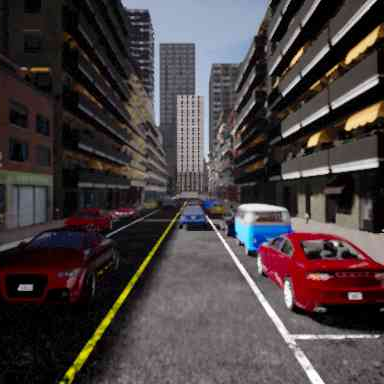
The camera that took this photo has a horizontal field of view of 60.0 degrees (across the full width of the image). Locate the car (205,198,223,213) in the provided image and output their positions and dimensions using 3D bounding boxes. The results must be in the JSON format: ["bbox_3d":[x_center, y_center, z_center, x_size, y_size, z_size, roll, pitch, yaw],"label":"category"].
[{"bbox_3d":[2.658,1.703,35.479,1.752,1.417,4.829,-1,0,0],"label":"car"}]

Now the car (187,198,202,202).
[{"bbox_3d":[0.069,1.832,45.558,1.895,1.301,4.718,0,0,0],"label":"car"}]

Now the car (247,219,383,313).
[{"bbox_3d":[2.678,1.582,7.692,1.887,1.381,4.507,0,0,0],"label":"car"}]

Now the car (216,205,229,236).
[{"bbox_3d":[2.670,1.658,18.739,1.947,1.339,4.313,-1,0,0],"label":"car"}]

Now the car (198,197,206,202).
[{"bbox_3d":[2.621,2.027,90.542,2.008,1.369,4.403,-1,0,0],"label":"car"}]

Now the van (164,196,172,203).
[{"bbox_3d":[-5.755,1.757,79.504,1.690,1.788,3.998,-1,0,0],"label":"van"}]

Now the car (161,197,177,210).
[{"bbox_3d":[-3.108,1.786,46.773,2.033,1.411,5.357,0,0,0],"label":"car"}]

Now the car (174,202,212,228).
[{"bbox_3d":[0.081,1.663,23.219,2.033,1.411,5.357,0,0,0],"label":"car"}]

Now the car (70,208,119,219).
[{"bbox_3d":[-5.711,1.639,18.746,1.887,1.381,4.507,0,0,0],"label":"car"}]

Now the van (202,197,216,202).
[{"bbox_3d":[2.649,1.575,46.357,1.690,1.788,3.998,-1,0,0],"label":"van"}]

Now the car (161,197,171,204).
[{"bbox_3d":[-5.749,1.930,73.980,1.887,1.381,4.507,-1,0,0],"label":"car"}]

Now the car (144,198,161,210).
[{"bbox_3d":[-5.730,1.761,46.193,1.752,1.417,4.829,-1,0,0],"label":"car"}]

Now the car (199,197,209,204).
[{"bbox_3d":[2.632,1.934,73.972,2.008,1.369,4.403,-1,0,0],"label":"car"}]

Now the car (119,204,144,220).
[{"bbox_3d":[-5.718,1.732,29.792,1.802,1.307,4.206,0,0,0],"label":"car"}]

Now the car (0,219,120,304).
[{"bbox_3d":[-3.102,1.606,8.186,1.994,1.385,4.181,0,0,0],"label":"car"}]

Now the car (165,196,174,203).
[{"bbox_3d":[-5.758,1.887,85.027,1.967,1.590,4.097,-1,0,0],"label":"car"}]

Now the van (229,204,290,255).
[{"bbox_3d":[2.672,1.406,13.216,1.690,1.788,3.998,-1,0,0],"label":"van"}]
